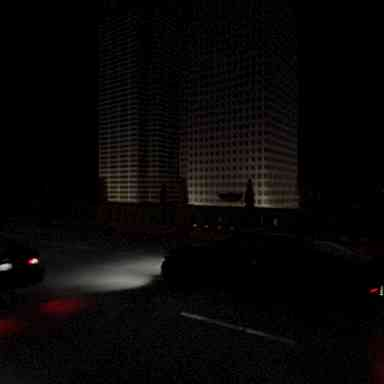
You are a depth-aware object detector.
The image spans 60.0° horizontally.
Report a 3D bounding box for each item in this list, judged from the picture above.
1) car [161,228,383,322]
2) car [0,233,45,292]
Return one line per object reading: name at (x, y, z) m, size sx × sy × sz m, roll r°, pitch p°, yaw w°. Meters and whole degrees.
car at (1.463, 1.514, 7.201) m, size 4.674 × 1.442 × 1.812 m, roll 0°, pitch 0°, yaw 35°
car at (-5.745, 1.518, 7.954) m, size 5.357 × 1.411 × 2.033 m, roll 0°, pitch 0°, yaw 34°
